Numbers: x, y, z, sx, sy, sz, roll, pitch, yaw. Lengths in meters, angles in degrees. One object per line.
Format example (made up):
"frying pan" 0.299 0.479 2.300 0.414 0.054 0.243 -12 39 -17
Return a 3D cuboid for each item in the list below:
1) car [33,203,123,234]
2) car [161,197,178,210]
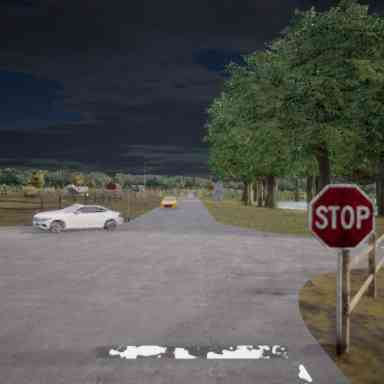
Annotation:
"car" -5.942 1.347 17.832 4.674 1.442 1.812 4 0 -42
"car" -2.781 1.374 41.191 1.882 1.535 5.008 0 0 0
